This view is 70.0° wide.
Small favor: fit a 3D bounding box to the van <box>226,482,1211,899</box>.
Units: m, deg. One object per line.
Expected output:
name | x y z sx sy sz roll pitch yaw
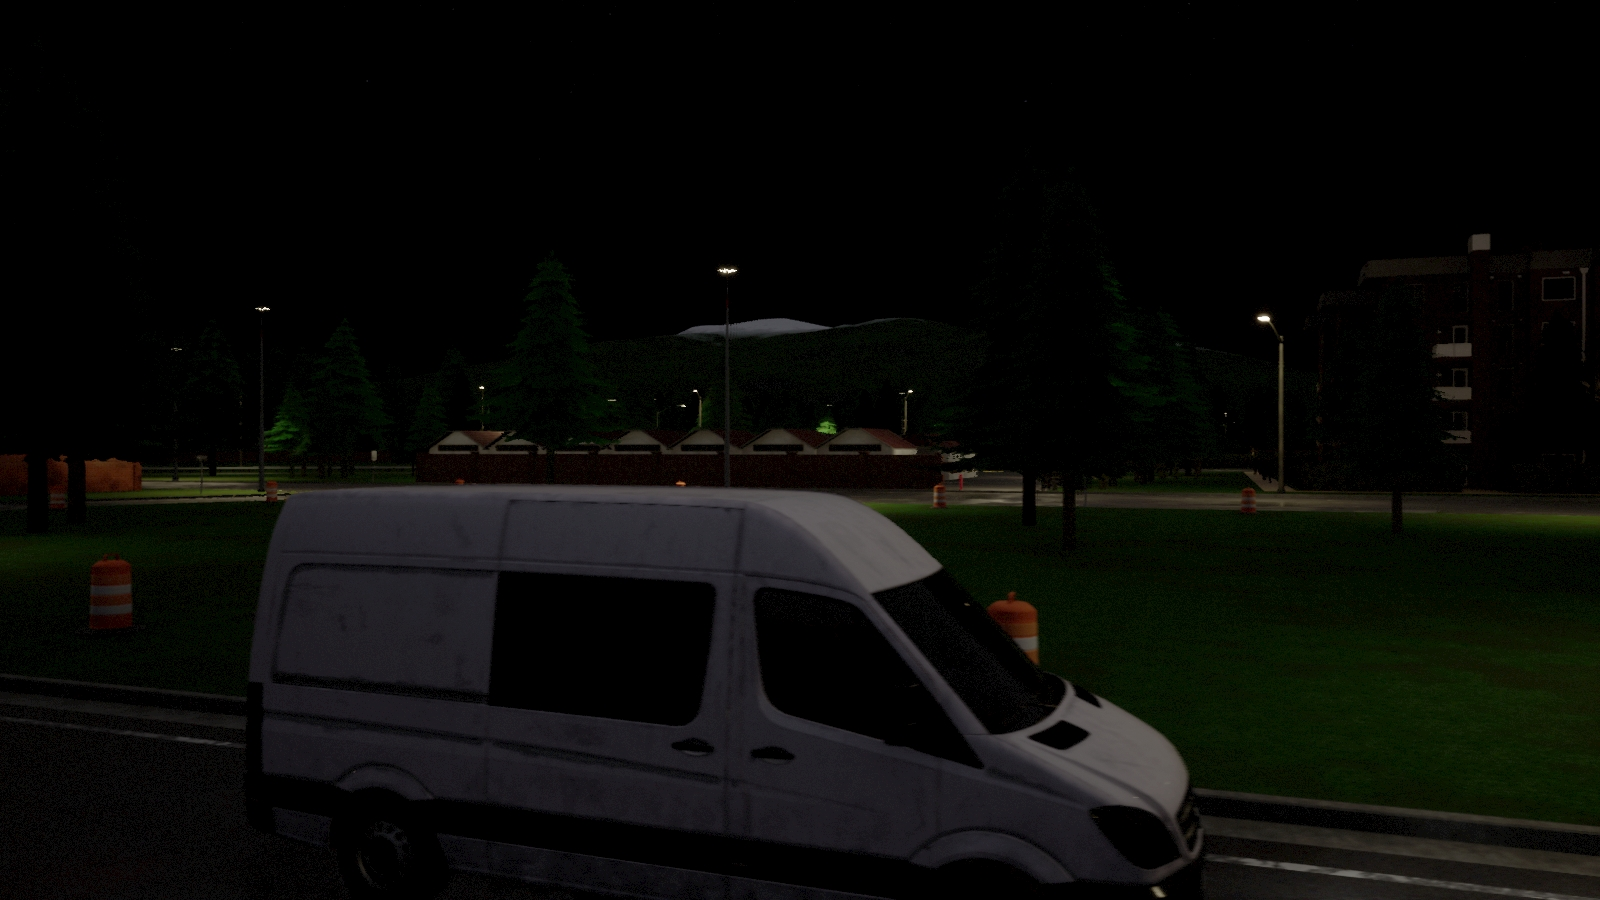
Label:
van | -0.550 1.534 7.228 5.915 2.561 1.988 0 0 20
